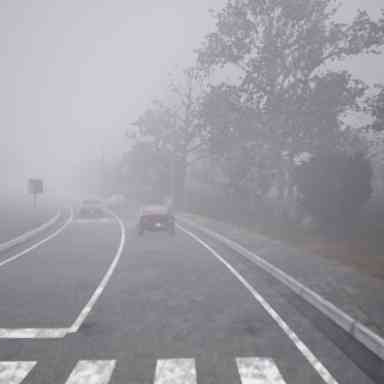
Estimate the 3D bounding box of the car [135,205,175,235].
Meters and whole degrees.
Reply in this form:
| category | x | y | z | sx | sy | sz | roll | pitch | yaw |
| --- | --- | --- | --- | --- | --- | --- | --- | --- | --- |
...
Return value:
| category | x | y | z | sx | sy | sz | roll | pitch | yaw |
| --- | --- | --- | --- | --- | --- | --- | --- | --- | --- |
| car | -2.153 | 1.445 | 18.833 | 1.882 | 1.535 | 5.008 | 1 | 0 | -12 |

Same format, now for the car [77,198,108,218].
| category | x | y | z | sx | sy | sz | roll | pitch | yaw |
| --- | --- | --- | --- | --- | --- | --- | --- | --- | --- |
| car | -8.359 | 1.273 | 27.654 | 1.837 | 1.490 | 4.892 | 1 | 1 | -18 |

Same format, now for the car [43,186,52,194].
| category | x | y | z | sx | sy | sz | roll | pitch | yaw |
| --- | --- | --- | --- | --- | --- | --- | --- | --- | --- |
| car | -28.315 | -0.502 | 63.971 | 2.033 | 1.411 | 5.357 | 2 | 2 | -34 |

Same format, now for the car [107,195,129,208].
| category | x | y | z | sx | sy | sz | roll | pitch | yaw |
| --- | --- | --- | --- | --- | --- | --- | --- | --- | --- |
| car | -8.834 | 1.057 | 38.863 | 1.812 | 1.442 | 4.674 | 1 | 1 | -25 |
